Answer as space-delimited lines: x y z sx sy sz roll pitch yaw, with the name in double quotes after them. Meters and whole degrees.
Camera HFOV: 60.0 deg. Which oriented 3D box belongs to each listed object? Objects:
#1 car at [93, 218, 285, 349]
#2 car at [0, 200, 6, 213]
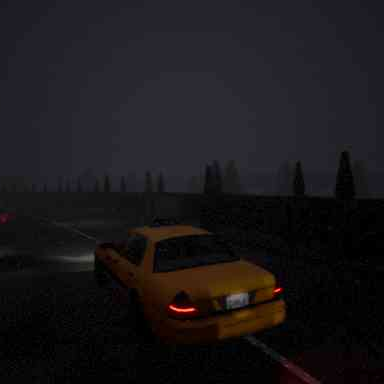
-0.617 1.261 6.323 1.801 1.575 5.366 -2 2 -27 "car"
-17.414 1.083 28.500 1.812 1.442 4.674 -3 2 -42 "car"
